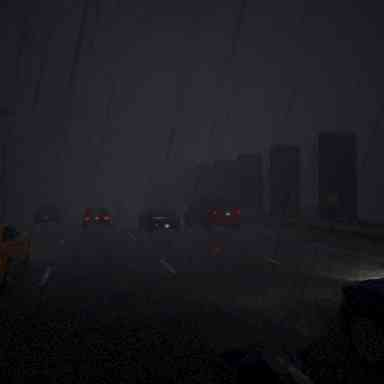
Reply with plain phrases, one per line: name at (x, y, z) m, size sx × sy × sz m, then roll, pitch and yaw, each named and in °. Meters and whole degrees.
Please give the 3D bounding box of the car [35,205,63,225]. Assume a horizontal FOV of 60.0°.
car at (-11.806, 1.797, 27.511) m, size 1.882 × 1.535 × 5.008 m, roll 0°, pitch 0°, yaw -19°

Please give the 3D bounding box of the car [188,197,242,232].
car at (1.222, 1.365, 21.523) m, size 2.150 × 2.045 × 5.566 m, roll 0°, pitch 0°, yaw -18°

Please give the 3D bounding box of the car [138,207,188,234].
car at (-2.140, 1.661, 20.555) m, size 2.128 × 1.511 × 4.902 m, roll 0°, pitch 0°, yaw -18°

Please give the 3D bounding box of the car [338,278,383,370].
car at (3.641, 1.461, 3.053) m, size 1.882 × 1.535 × 5.008 m, roll 0°, pitch -1°, yaw -19°

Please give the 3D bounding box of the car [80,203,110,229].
car at (-6.969, 1.793, 24.047) m, size 2.033 × 1.411 × 5.357 m, roll 0°, pitch 0°, yaw -18°

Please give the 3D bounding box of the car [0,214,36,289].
car at (-5.804, 1.603, 9.246) m, size 1.882 × 1.535 × 5.008 m, roll 0°, pitch 0°, yaw -18°
